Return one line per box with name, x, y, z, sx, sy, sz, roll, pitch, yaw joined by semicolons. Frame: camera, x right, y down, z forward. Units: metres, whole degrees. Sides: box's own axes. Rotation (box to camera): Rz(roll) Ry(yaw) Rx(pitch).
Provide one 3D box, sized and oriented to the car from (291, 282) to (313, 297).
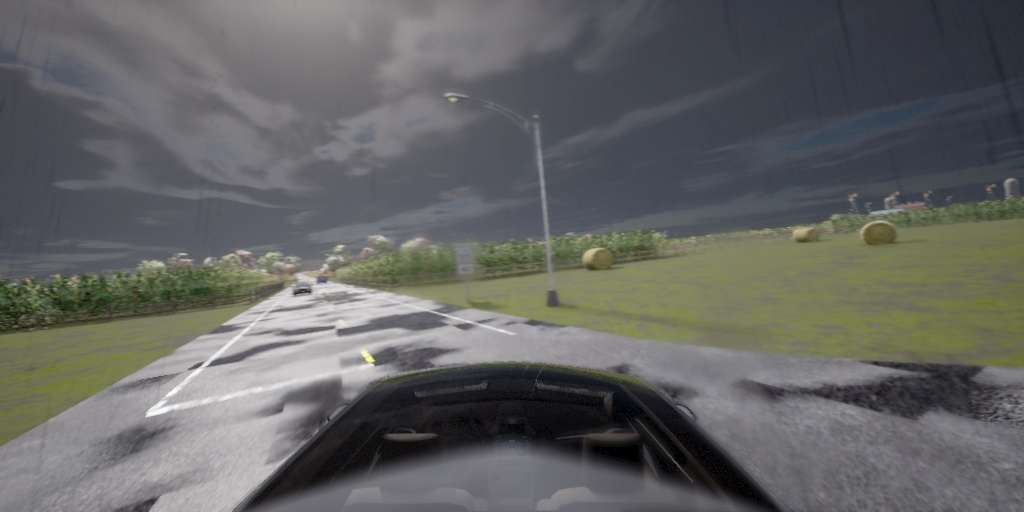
car;-24.360;3.804;41.723;1.837;1.490;4.892;-5;0;-30
